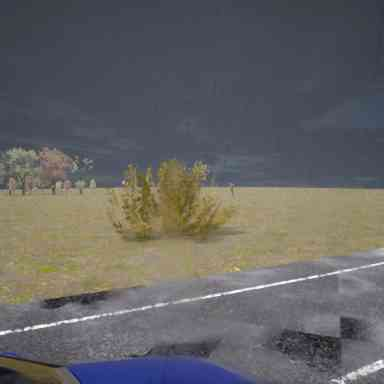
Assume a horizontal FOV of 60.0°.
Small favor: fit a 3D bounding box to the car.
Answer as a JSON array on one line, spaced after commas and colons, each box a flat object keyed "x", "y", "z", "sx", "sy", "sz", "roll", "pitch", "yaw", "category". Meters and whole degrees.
[{"x": -1.346, "y": 1.525, "z": 1.303, "sx": 4.674, "sy": 1.442, "sz": 1.812, "roll": 0, "pitch": 0, "yaw": -30, "category": "car"}]
